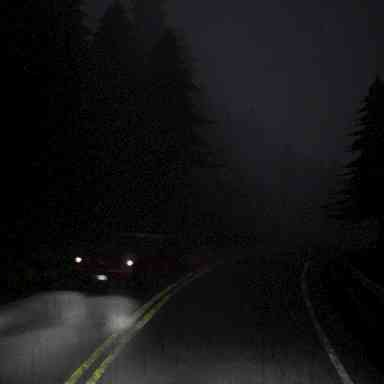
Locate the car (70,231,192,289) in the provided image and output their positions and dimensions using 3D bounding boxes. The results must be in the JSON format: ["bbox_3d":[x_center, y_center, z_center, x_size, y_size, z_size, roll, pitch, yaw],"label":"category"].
[{"bbox_3d":[-1.548,1.901,10.208,1.895,1.301,4.718,0,-3,17],"label":"car"}]

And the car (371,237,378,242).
[{"bbox_3d":[24.807,6.620,43.512,2.033,1.411,5.357,-2,-9,44],"label":"car"}]
